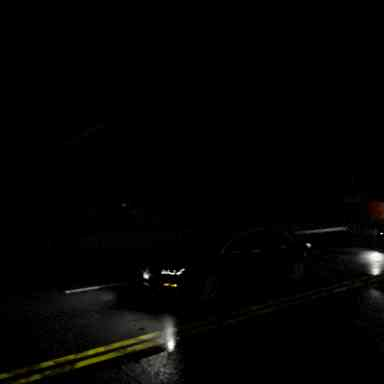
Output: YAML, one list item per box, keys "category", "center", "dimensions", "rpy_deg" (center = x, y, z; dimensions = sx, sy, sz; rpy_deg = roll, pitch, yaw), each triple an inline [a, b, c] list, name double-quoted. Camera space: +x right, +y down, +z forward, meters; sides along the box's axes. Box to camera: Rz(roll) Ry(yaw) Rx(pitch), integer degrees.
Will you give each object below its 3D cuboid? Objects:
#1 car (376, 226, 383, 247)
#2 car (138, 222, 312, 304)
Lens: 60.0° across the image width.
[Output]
- category: "car"
  center: [10.119, 1.691, 14.834]
  dimensions: [4.892, 1.490, 1.837]
  rpy_deg: [1, -1, -35]
- category: "car"
  center: [1.022, 1.566, 8.400]
  dimensions: [4.892, 1.490, 1.837]
  rpy_deg: [1, -1, -35]
